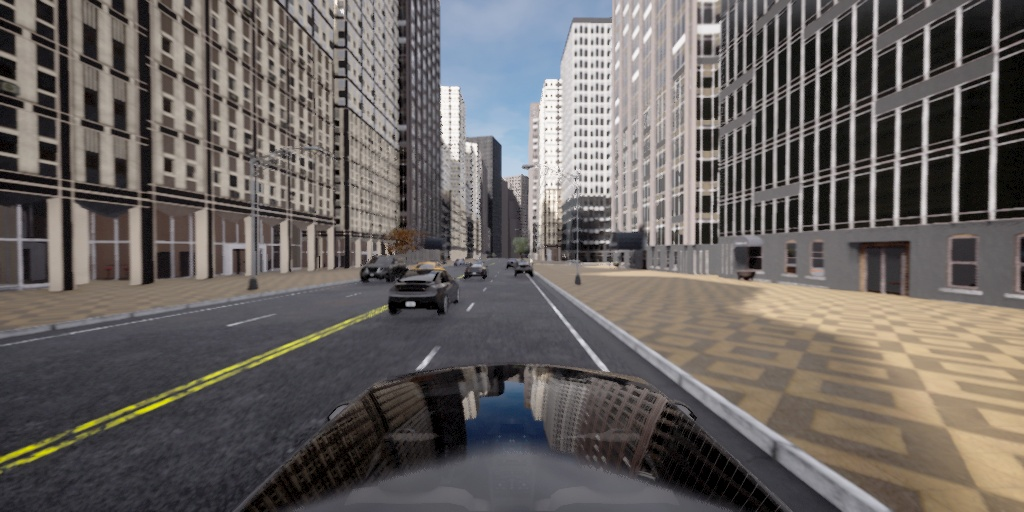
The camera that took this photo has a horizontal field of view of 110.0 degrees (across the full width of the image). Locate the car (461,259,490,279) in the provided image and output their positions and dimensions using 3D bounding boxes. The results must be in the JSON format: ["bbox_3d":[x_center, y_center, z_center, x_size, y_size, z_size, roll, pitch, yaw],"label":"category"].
[{"bbox_3d":[-3.150,1.275,32.251,1.812,1.442,4.674,0,0,0],"label":"car"}]

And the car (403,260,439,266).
[{"bbox_3d":[-6.590,1.227,27.826,1.882,1.535,5.008,0,0,0],"label":"car"}]

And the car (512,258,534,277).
[{"bbox_3d":[1.136,1.255,35.645,1.837,1.490,4.892,0,0,0],"label":"car"}]

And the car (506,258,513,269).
[{"bbox_3d":[0.009,1.256,56.052,1.837,1.490,4.892,0,0,0],"label":"car"}]

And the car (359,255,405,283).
[{"bbox_3d":[-9.840,0.972,27.991,2.150,2.045,5.566,0,0,0],"label":"car"}]

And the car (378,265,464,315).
[{"bbox_3d":[-3.150,1.254,13.555,1.837,1.490,4.892,0,0,0],"label":"car"}]
